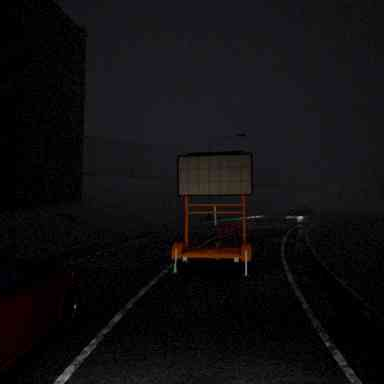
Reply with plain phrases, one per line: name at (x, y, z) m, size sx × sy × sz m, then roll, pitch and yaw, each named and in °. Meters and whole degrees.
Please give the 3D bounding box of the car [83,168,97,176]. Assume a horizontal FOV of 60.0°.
car at (-16.696, -2.866, 50.422) m, size 4.553 × 1.767 × 2.185 m, roll 2°, pitch -5°, yaw -33°

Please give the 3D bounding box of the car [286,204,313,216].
car at (13.305, 2.182, 40.847) m, size 1.812 × 1.442 × 4.674 m, roll -4°, pitch -4°, yaw 43°

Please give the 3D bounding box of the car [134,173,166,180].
car at (-7.543, -2.347, 56.396) m, size 4.892 × 1.521 × 2.231 m, roll 2°, pitch -5°, yaw -33°

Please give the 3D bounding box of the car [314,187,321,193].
car at (31.787, -0.179, 87.166) m, size 5.566 × 2.045 × 2.435 m, roll 5°, pitch -6°, yaw -43°

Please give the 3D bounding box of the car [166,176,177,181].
car at (-2.930, -2.136, 59.420) m, size 4.892 × 1.521 × 2.231 m, roll 3°, pitch -5°, yaw -33°

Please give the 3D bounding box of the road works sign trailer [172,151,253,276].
road works sign trailer at (0.756, 0.525, 10.657) m, size 2.380 × 3.560 × 2.880 m, roll -1°, pitch -1°, yaw 12°

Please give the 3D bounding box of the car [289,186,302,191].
car at (23.473, -0.576, 79.599) m, size 4.892 × 1.521 × 2.231 m, roll 4°, pitch -6°, yaw -40°

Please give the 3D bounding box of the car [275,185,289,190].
car at (19.352, -0.811, 76.084) m, size 4.674 × 1.452 × 2.002 m, roll 4°, pitch -6°, yaw -39°

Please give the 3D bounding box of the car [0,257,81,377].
car at (-3.112, 1.595, 4.289) m, size 1.994 × 1.385 × 4.181 m, roll 0°, pitch -1°, yaw 5°

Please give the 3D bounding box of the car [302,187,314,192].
car at (27.674, -0.391, 83.354) m, size 4.553 × 1.767 × 2.185 m, roll 4°, pitch -6°, yaw -42°

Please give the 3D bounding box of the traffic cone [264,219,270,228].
traffic cone at (5.127, 2.159, 22.807) m, size 0.340 × 0.580 × 0.340 m, roll -2°, pitch -1°, yaw 17°

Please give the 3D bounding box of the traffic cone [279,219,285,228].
traffic cone at (6.083, 2.130, 22.523) m, size 0.340 × 0.580 × 0.340 m, roll -2°, pitch -1°, yaw 17°

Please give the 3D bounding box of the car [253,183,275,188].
car at (15.080, -1.091, 72.600) m, size 4.792 × 1.488 × 2.163 m, roll 3°, pitch -6°, yaw -38°
